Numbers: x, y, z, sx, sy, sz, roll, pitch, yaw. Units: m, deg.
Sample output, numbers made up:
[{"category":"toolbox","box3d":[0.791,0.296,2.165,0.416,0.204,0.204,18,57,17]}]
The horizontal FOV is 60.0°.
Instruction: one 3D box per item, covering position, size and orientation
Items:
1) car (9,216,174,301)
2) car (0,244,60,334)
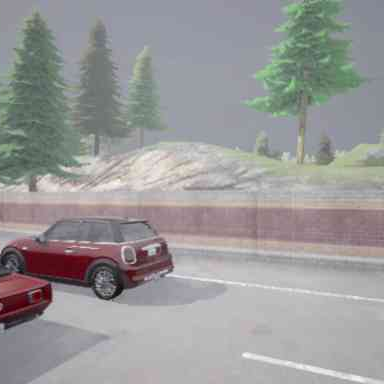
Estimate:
[{"category":"car","box3d":[-2.800,1.409,8.616,4.553,1.767,2.097,0,0,27]},{"category":"car","box3d":[-4.698,1.643,5.620,4.718,1.301,1.895,0,0,28]}]
